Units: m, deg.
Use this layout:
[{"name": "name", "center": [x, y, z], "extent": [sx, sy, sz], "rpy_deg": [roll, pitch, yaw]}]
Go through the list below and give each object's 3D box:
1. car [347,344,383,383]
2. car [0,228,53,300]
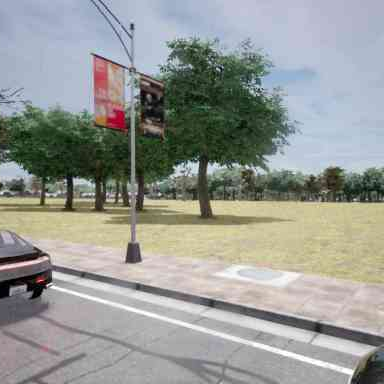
[{"name": "car", "center": [3.267, 1.493, 1.346], "extent": [4.902, 1.511, 2.128], "rpy_deg": [0, 0, 36]}, {"name": "car", "center": [-5.009, 1.515, 7.229], "extent": [4.902, 1.511, 2.128], "rpy_deg": [0, 0, 36]}]
